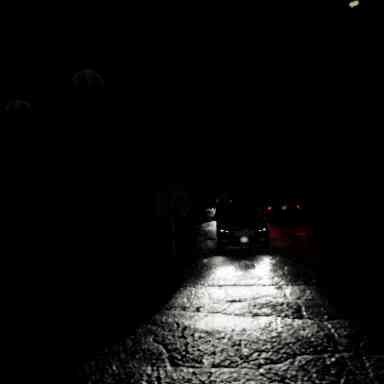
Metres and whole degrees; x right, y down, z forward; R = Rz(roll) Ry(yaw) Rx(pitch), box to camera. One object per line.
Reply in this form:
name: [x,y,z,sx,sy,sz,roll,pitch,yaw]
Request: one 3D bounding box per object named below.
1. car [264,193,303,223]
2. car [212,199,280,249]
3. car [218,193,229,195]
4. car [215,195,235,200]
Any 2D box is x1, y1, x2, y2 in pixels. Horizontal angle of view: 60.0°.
car: [5.317,0.895,20.703,2.097,1.767,4.553,-2,1,4]
car: [1.905,1.268,13.433,2.128,1.511,4.902,-2,1,4]
car: [3.564,0.904,37.353,1.812,1.442,4.674,-2,1,4]
car: [2.665,1.165,23.883,1.994,1.385,4.181,-2,1,4]
